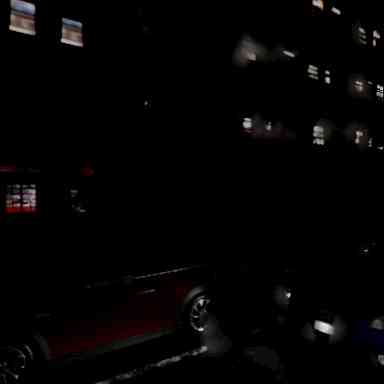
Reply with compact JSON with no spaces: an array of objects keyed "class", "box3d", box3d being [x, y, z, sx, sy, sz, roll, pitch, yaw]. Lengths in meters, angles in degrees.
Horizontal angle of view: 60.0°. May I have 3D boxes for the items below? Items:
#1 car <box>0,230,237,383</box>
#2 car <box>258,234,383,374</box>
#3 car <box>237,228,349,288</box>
[{"class":"car","box3d":[-1.564,1.443,4.997,4.097,1.590,1.967,0,-1,-36]},{"class":"car","box3d":[3.320,1.564,5.453,4.181,1.385,1.994,0,0,-36]},{"class":"car","box3d":[2.948,1.582,8.227,4.206,1.307,1.802,0,-1,-36]}]
